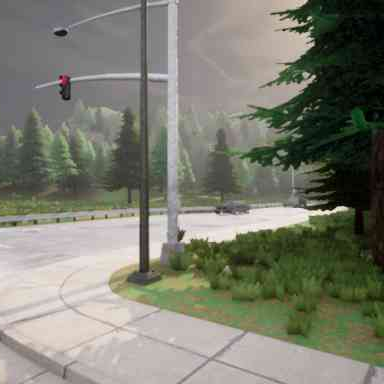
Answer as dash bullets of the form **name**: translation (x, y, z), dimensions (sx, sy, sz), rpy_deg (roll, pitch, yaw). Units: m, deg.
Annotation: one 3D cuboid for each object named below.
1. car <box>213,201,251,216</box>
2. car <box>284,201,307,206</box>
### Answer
- **car**: translation (4.018, 1.589, 32.820), dimensions (1.895, 1.301, 4.718), rpy_deg (0, 0, 35)
- **car**: translation (14.792, 1.406, 47.651), dimensions (2.097, 1.767, 4.553), rpy_deg (0, 0, 37)
